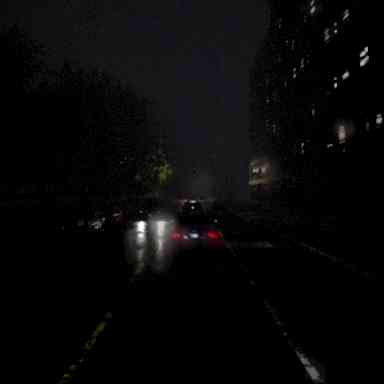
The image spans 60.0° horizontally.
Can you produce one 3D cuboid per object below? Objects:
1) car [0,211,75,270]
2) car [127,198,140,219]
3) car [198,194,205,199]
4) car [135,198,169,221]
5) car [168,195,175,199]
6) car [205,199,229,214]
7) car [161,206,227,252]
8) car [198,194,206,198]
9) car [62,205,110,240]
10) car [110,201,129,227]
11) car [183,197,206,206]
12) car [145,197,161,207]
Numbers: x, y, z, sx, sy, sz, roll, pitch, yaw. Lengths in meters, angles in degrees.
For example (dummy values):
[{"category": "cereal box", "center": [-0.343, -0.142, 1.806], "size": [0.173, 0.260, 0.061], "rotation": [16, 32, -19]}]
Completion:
[{"category": "car", "center": [-5.693, 1.535, 11.001], "size": [1.947, 1.339, 4.313], "rotation": [0, 0, 0]}, {"category": "car", "center": [-5.700, 1.452, 27.446], "size": [1.752, 1.417, 4.829], "rotation": [0, 0, 0]}, {"category": "car", "center": [2.652, 1.363, 93.326], "size": [1.947, 1.339, 4.313], "rotation": [0, 0, 0]}, {"category": "car", "center": [-3.112, 1.453, 26.881], "size": [1.812, 1.442, 4.674], "rotation": [0, 0, 0]}, {"category": "car", "center": [-5.729, 1.380, 93.322], "size": [1.802, 1.307, 4.206], "rotation": [0, 0, 0]}, {"category": "car", "center": [2.678, 1.463, 33.161], "size": [2.008, 1.369, 4.403], "rotation": [0, 0, 0]}, {"category": "car", "center": [0.089, 1.509, 13.597], "size": [2.033, 1.411, 5.357], "rotation": [0, 0, 0]}, {"category": "car", "center": [2.654, 1.371, 87.693], "size": [1.947, 1.339, 4.313], "rotation": [0, 0, 0]}, {"category": "car", "center": [-5.695, 1.394, 16.539], "size": [1.967, 1.590, 4.097], "rotation": [0, 0, 0]}, {"category": "car", "center": [-5.698, 1.522, 22.078], "size": [1.802, 1.307, 4.206], "rotation": [0, 0, 0]}, {"category": "car", "center": [0.082, 1.474, 33.983], "size": [1.994, 1.385, 4.181], "rotation": [0, 0, 0]}, {"category": "car", "center": [-5.839, 1.419, 49.771], "size": [1.887, 1.381, 4.507], "rotation": [0, 0, 0]}]
